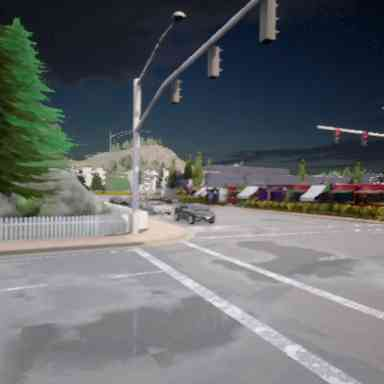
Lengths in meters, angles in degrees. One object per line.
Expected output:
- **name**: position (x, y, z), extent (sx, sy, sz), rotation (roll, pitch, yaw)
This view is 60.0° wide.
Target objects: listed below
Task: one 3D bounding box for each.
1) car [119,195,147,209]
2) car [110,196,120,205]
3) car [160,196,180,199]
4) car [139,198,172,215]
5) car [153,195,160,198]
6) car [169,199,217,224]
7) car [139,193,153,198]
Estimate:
- **car**: position (-7.630, 1.457, 42.814), extent (1.837, 1.490, 4.892), rotation (1, 0, -24)
- **car**: position (-11.740, 1.399, 52.113), extent (1.837, 1.490, 4.892), rotation (1, 0, -23)
- **car**: position (-3.570, 1.510, 59.976), extent (2.128, 1.511, 4.902), rotation (1, 0, -24)
- **car**: position (-3.609, 1.610, 33.778), extent (1.895, 1.301, 4.718), rotation (1, 0, -24)
- **car**: position (-7.359, 1.469, 68.407), extent (1.837, 1.490, 4.892), rotation (1, 0, -24)
- **car**: position (0.152, 1.567, 25.340), extent (1.837, 1.490, 4.892), rotation (1, 0, -24)
- **car**: position (-10.263, 1.142, 66.448), extent (2.150, 2.045, 5.566), rotation (1, 0, -24)
